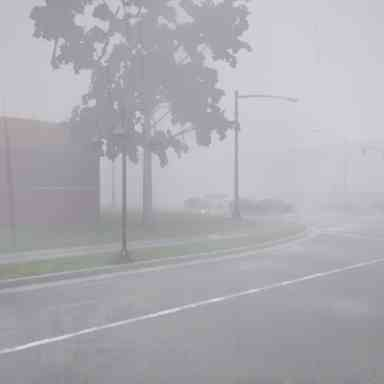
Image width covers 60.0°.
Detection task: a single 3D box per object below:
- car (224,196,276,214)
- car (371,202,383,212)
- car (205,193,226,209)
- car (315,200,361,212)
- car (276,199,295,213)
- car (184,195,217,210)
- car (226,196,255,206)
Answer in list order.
[{"bbox_3d":[6.007,1.471,35.076,1.882,1.535,5.008,0,0,-34],"label":"car"},{"bbox_3d":[22.263,1.467,36.336,1.882,1.535,5.008,0,0,-34],"label":"car"},{"bbox_3d":[3.606,1.214,44.987,2.150,2.045,5.566,0,0,-34],"label":"car"},{"bbox_3d":[16.715,1.591,38.311,1.895,1.301,4.718,0,0,-34],"label":"car"},{"bbox_3d":[9.081,1.497,36.773,1.837,1.490,4.892,0,0,-34],"label":"car"},{"bbox_3d":[0.737,1.498,42.972,1.837,1.490,4.892,0,0,-33],"label":"car"},{"bbox_3d":[8.241,1.481,57.166,2.128,1.511,4.902,0,0,-34],"label":"car"}]
